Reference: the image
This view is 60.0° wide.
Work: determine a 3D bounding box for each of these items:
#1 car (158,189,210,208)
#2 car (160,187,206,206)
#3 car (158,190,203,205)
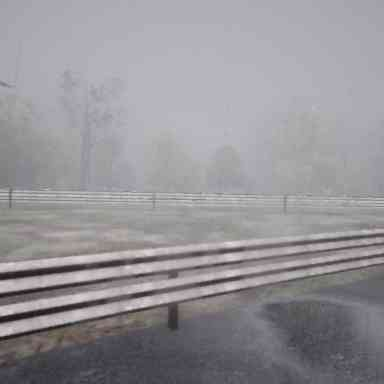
[{"bbox_3d":[-0.643,0.491,30.487,4.553,1.767,2.097,1,0,-6],"label":"car"},{"bbox_3d":[-1.005,0.486,33.968,4.553,1.767,2.097,1,0,-6],"label":"car"},{"bbox_3d":[-1.323,0.627,37.454,4.892,1.490,1.837,2,0,-6],"label":"car"}]
